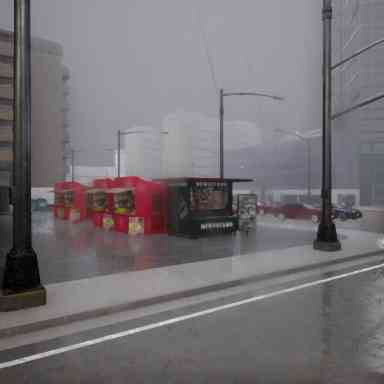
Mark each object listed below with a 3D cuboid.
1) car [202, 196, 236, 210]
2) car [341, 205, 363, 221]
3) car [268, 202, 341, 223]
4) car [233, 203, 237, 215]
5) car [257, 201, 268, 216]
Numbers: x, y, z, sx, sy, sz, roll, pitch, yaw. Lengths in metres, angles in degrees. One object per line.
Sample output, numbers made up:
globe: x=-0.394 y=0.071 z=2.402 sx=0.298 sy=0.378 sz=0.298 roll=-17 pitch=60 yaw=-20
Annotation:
car: x=4.092 y=1.646 z=51.824 sx=2.150 sy=2.045 sz=5.566 roll=0 pitch=-1 yaw=-36
car: x=12.183 y=1.672 z=28.378 sx=1.994 sy=1.385 sz=4.181 roll=0 pitch=-1 yaw=-35
car: x=8.956 y=1.589 z=26.835 sx=1.882 sy=1.535 sz=5.008 roll=0 pitch=-1 yaw=-38
car: x=3.506 y=1.750 z=34.394 sx=1.812 sy=1.442 sz=4.674 roll=0 pitch=-1 yaw=-36
car: x=6.910 y=1.689 z=35.657 sx=1.882 sy=1.535 sz=5.008 roll=0 pitch=-1 yaw=-36
